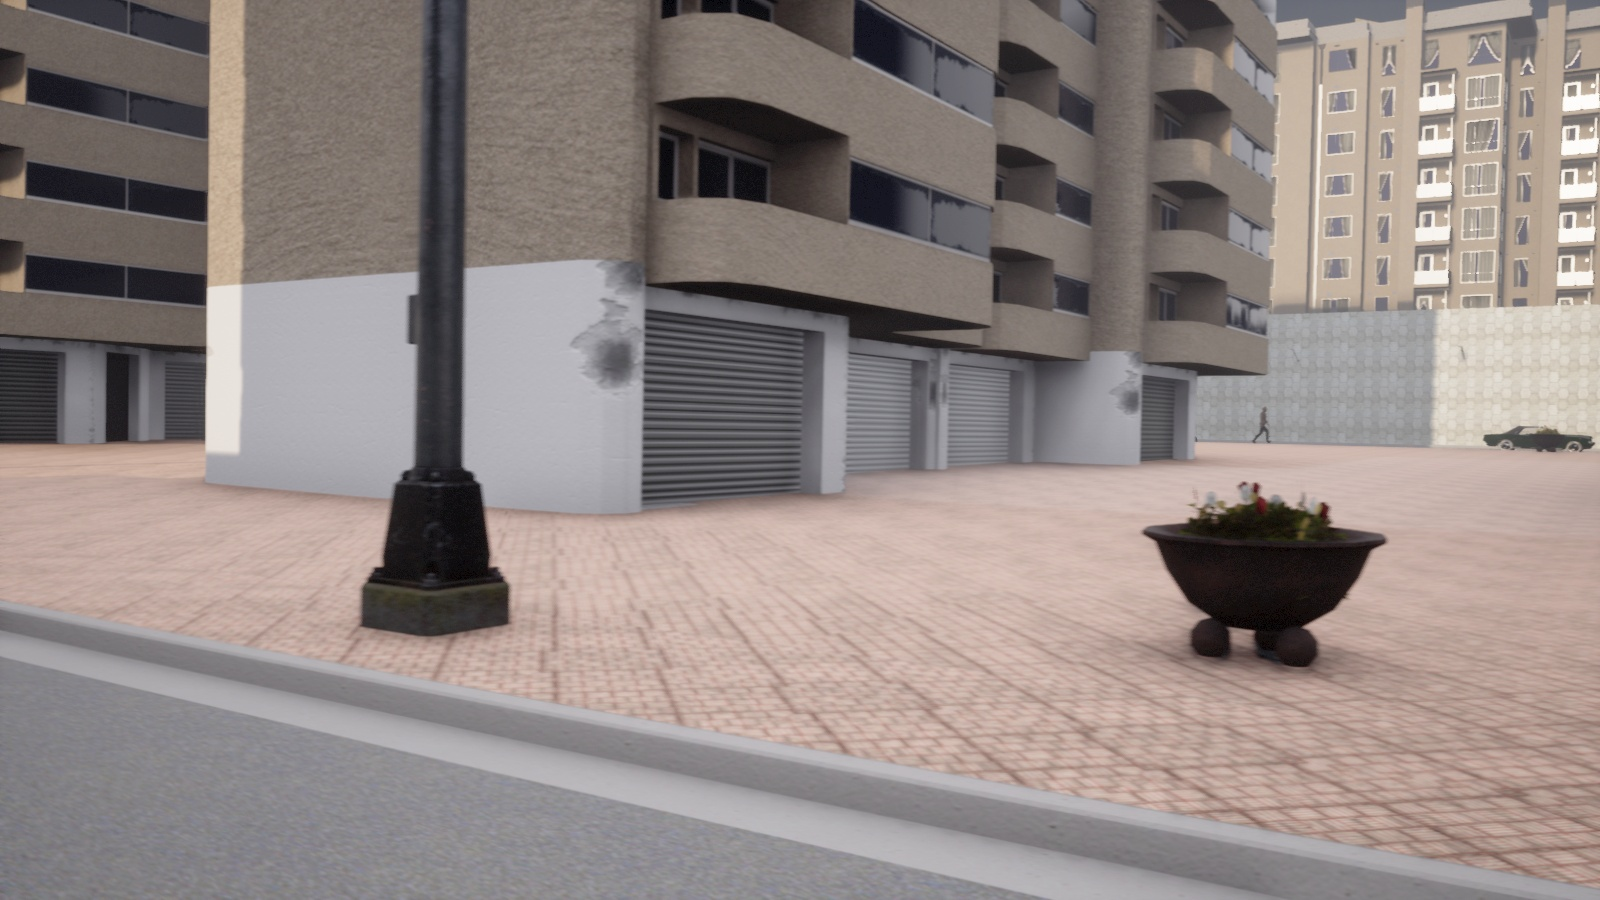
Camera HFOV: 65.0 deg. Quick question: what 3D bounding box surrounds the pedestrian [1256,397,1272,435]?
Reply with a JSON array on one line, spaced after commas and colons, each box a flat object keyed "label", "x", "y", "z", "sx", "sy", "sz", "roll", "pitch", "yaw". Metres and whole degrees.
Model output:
[{"label": "pedestrian", "x": 22.133, "y": -1.619, "z": 59.952, "sx": 0.634, "sy": 1.846, "sz": 0.331, "roll": 1, "pitch": 1, "yaw": 32}]

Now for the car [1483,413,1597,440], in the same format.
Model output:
[{"label": "car", "x": 36.450, "y": -1.172, "z": 61.901, "sx": 4.718, "sy": 1.301, "sz": 1.895, "roll": 1, "pitch": 2, "yaw": 35}]
